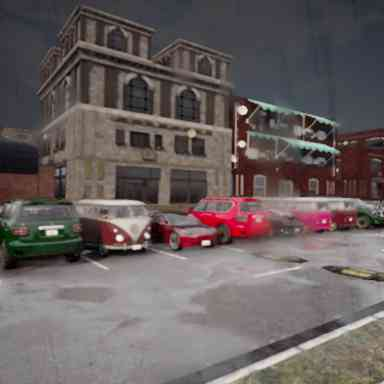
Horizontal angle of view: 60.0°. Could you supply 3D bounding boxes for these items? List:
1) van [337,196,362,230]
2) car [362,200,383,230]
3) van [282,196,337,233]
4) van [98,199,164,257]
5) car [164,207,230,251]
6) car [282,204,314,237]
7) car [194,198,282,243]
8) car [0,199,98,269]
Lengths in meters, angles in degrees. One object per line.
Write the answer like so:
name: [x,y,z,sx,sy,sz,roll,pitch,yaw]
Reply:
van: [8.058,1.353,21.290,1.878,1.987,4.442,0,0,-35]
car: [10.506,1.335,22.850,2.435,2.045,5.566,0,0,-35]
van: [5.893,1.345,19.755,1.878,1.987,4.442,0,0,-35]
van: [-3.145,1.290,13.066,1.878,1.987,4.442,0,0,-35]
car: [-0.825,1.563,14.816,2.163,1.488,4.792,0,0,-35]
car: [3.696,1.561,18.043,2.231,1.521,4.892,0,0,-35]
car: [1.309,1.295,16.396,2.435,2.045,5.566,0,0,-35]
car: [-5.496,1.246,11.581,2.435,2.045,5.566,0,0,-35]
